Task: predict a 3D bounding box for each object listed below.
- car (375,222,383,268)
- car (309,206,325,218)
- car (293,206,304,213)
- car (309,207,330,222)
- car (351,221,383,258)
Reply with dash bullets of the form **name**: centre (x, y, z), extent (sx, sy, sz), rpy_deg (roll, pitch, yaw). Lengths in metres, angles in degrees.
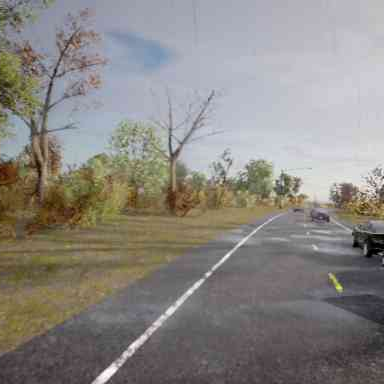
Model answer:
- **car**: centre (7.003, 1.926, 9.437), extent (1.882, 1.535, 5.008), rpy_deg (3, -1, 16)
- **car**: centre (18.818, 3.025, 50.216), extent (2.128, 1.511, 4.902), rpy_deg (3, -1, 20)
- **car**: centre (21.958, 3.500, 68.358), extent (1.994, 1.385, 4.181), rpy_deg (3, -1, 21)
- **car**: centre (15.204, 2.727, 39.361), extent (1.812, 1.442, 4.674), rpy_deg (3, -1, 19)
- **car**: centre (8.650, 2.065, 15.177), extent (1.882, 1.535, 5.008), rpy_deg (3, -1, 16)
